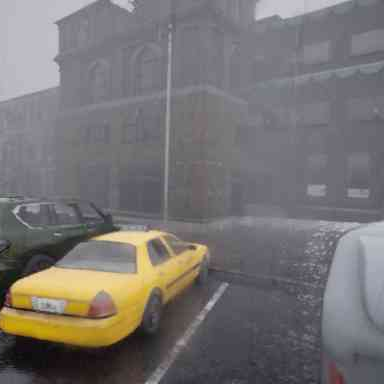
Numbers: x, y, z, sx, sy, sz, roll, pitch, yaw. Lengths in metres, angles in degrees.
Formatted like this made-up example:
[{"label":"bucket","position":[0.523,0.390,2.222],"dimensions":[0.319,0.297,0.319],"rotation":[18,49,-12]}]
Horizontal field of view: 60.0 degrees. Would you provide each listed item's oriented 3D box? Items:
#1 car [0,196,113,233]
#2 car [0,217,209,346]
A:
[{"label":"car","position":[-3.474,1.129,8.292],"dimensions":[2.435,2.045,5.566],"rotation":[0,0,18]},{"label":"car","position":[-1.024,1.398,6.603],"dimensions":[1.946,1.575,5.366],"rotation":[0,0,17]}]
